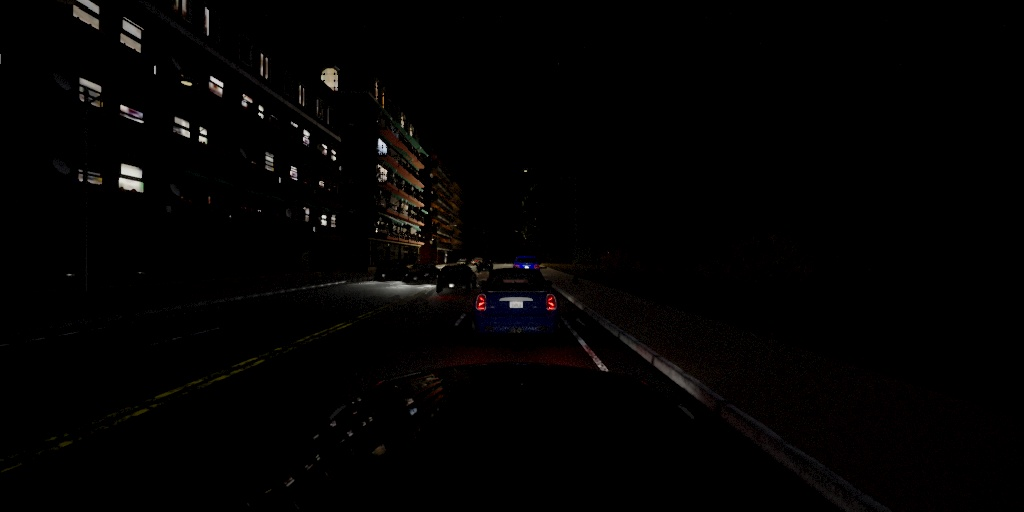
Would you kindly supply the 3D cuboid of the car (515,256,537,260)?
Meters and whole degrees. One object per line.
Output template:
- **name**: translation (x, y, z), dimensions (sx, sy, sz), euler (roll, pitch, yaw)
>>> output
- **car**: translation (1.135, 0.979, 30.053), dimensions (2.150, 2.045, 5.566), euler (0, 0, 0)

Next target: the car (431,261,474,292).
- **car**: translation (-3.153, 1.259, 21.030), dimensions (1.837, 1.490, 4.892), euler (0, 0, 0)

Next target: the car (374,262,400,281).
- **car**: translation (-9.855, 1.258, 29.916), dimensions (1.837, 1.490, 4.892), euler (0, 0, 0)

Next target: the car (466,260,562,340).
- **car**: translation (0.097, 1.103, 10.099), dimensions (2.097, 1.767, 4.553), euler (0, 0, 0)

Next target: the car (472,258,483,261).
- **car**: translation (-3.154, 1.244, 42.592), dimensions (2.128, 1.511, 4.902), euler (0, 0, 0)

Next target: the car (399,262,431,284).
- **car**: translation (-6.603, 1.279, 26.764), dimensions (1.812, 1.442, 4.674), euler (0, 0, 0)
